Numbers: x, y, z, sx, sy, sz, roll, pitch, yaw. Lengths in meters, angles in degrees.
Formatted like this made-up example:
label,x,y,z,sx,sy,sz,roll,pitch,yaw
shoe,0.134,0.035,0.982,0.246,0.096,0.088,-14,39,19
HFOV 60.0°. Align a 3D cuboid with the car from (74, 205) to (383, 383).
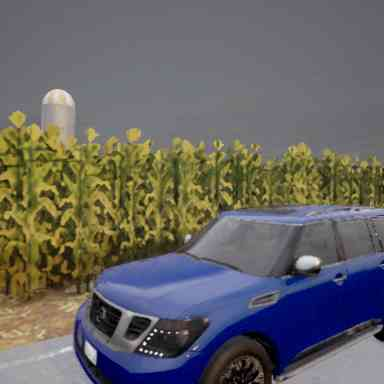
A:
label,x,y,z,sx,sy,sz,roll,pitch,yaw
car,1.254,1.246,4.887,5.566,2.045,2.150,0,0,-36
